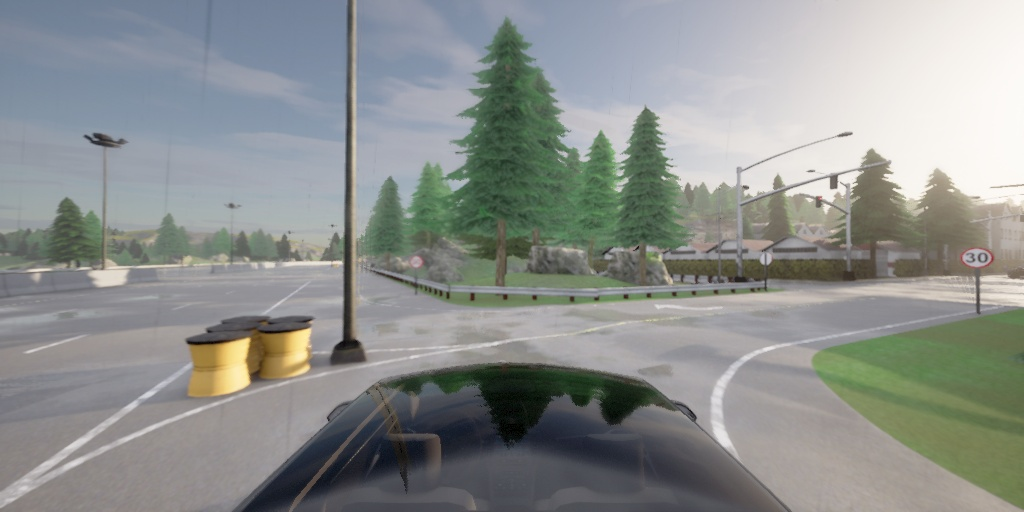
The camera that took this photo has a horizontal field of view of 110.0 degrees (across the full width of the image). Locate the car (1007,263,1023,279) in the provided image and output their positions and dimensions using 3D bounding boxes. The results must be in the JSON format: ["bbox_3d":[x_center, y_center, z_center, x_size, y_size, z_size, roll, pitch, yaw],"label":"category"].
[{"bbox_3d":[52.326,1.496,36.021,4.553,1.767,2.097,2,-1,-20],"label":"car"}]
